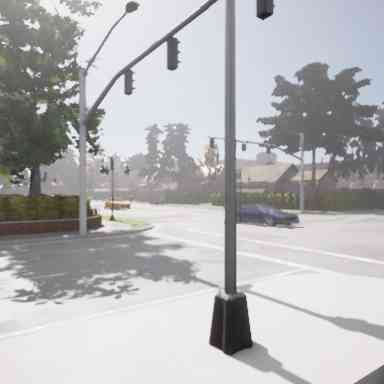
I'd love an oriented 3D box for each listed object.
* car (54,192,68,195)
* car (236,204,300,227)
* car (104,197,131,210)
[{"bbox_3d":[-24.602,1.043,62.844,2.150,2.045,5.566,0,0,-36],"label":"car"},{"bbox_3d":[4.614,1.515,22.587,2.033,1.411,5.357,0,0,-36],"label":"car"},{"bbox_3d":[-9.408,1.444,41.924,1.882,1.535,5.008,0,0,-36],"label":"car"}]
